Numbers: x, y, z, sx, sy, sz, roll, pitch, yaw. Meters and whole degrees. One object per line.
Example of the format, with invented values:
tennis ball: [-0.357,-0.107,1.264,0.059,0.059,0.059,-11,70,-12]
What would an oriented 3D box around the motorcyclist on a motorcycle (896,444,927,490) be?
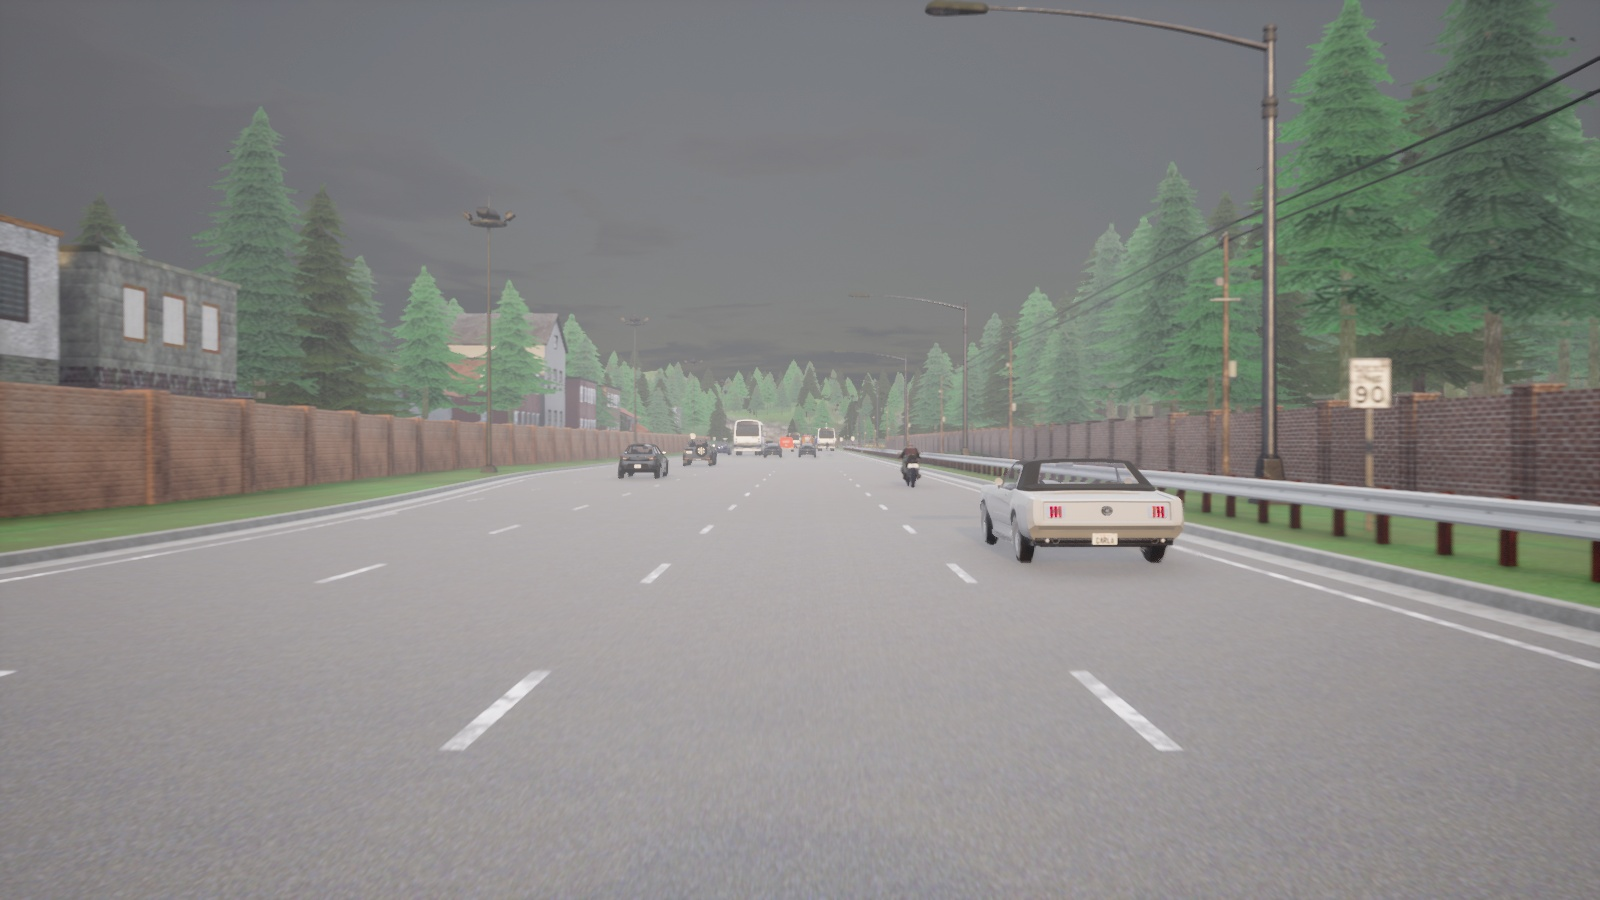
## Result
motorcyclist on a motorcycle: [3.756,0.548,42.474,0.866,1.530,2.191,0,0,0]

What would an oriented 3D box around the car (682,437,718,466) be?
car: [-6.519,0.101,82.035,1.932,1.855,4.605,0,0,0]

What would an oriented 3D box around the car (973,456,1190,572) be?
car: [3.612,0.755,17.011,1.895,1.301,4.718,0,0,0]

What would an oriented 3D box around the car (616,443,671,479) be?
car: [-6.679,0.454,53.862,1.816,1.474,4.193,0,0,0]
